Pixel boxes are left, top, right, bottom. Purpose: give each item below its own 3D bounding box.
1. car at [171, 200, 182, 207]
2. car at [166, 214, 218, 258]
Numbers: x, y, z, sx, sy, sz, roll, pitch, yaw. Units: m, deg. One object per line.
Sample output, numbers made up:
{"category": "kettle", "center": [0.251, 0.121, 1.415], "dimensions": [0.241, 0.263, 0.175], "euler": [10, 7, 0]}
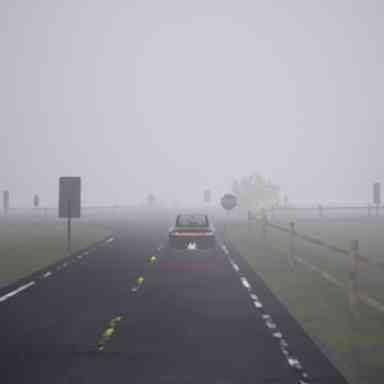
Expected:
{"category": "car", "center": [-3.118, 2.342, 67.345], "dimensions": [1.994, 1.385, 4.181], "euler": [0, -1, -2]}
{"category": "car", "center": [0.025, 1.642, 13.483], "dimensions": [2.128, 1.511, 4.902], "euler": [0, -1, 1]}
